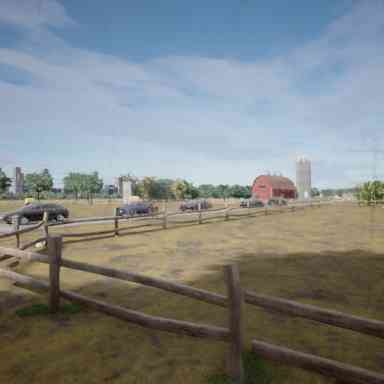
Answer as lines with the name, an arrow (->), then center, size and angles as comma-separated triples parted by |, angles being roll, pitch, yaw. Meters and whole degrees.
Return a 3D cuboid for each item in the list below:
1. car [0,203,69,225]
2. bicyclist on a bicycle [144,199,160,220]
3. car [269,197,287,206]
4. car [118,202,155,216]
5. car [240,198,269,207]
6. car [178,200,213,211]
car -> -11.586, 1.597, 24.750 | 1.837, 1.490, 4.892 | -2, -2, 35
bicyclist on a bicycle -> -3.160, 1.415, 26.297 | 1.656, 1.620, 0.582 | 0, 0, 35
car -> 14.574, 1.608, 56.669 | 1.837, 1.490, 4.892 | -2, -2, 35
car -> -5.603, 1.669, 33.176 | 1.994, 1.385, 4.181 | -2, -1, 35
car -> 8.873, 1.602, 48.553 | 2.033, 1.411, 5.357 | -2, -1, 36
car -> 0.552, 1.667, 41.831 | 2.033, 1.411, 5.357 | -2, -1, 36
